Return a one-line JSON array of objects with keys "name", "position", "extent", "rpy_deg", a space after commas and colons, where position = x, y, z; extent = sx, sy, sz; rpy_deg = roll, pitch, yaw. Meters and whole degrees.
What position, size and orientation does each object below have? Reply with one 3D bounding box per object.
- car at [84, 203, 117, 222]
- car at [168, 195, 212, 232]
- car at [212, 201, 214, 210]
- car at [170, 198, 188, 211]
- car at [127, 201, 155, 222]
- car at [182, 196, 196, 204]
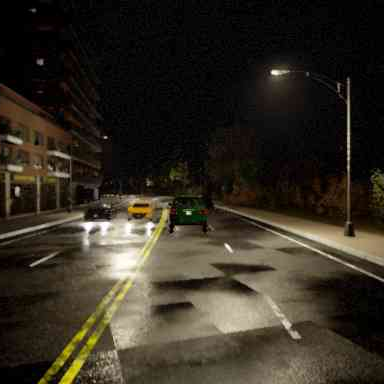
[{"name": "car", "position": [-7.325, 1.592, 26.958], "extent": [1.994, 1.385, 4.181], "rpy_deg": [0, 0, -3]}, {"name": "car", "position": [-0.291, 1.223, 20.372], "extent": [2.150, 2.045, 5.566], "rpy_deg": [0, 0, -2]}, {"name": "car", "position": [1.578, 1.456, 42.241], "extent": [1.882, 1.535, 5.008], "rpy_deg": [0, 0, -5]}, {"name": "car", "position": [-1.689, 1.539, 42.890], "extent": [2.033, 1.411, 5.357], "rpy_deg": [0, 0, -5]}, {"name": "car", "position": [-4.075, 1.492, 27.091], "extent": [1.882, 1.535, 5.008], "rpy_deg": [0, 0, -3]}, {"name": "car", "position": [-0.588, 1.514, 62.305], "extent": [2.033, 1.411, 5.357], "rpy_deg": [0, 0, -7]}]
